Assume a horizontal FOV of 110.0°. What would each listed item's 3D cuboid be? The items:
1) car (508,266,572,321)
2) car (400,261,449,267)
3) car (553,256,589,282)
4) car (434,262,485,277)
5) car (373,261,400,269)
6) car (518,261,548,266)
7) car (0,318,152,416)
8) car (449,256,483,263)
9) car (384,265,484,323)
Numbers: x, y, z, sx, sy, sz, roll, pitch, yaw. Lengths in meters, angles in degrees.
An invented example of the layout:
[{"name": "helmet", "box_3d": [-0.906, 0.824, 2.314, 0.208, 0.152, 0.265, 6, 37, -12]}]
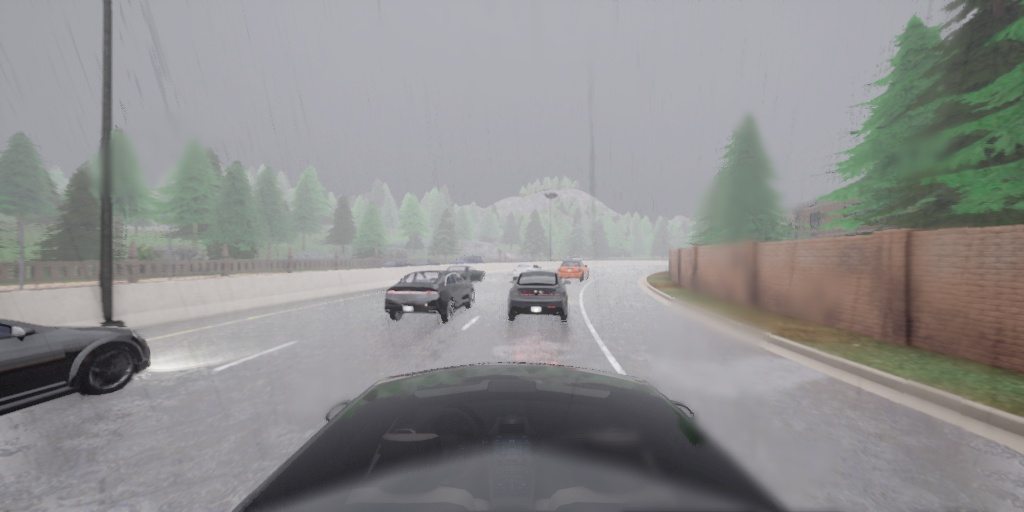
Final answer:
[{"name": "car", "box_3d": [0.974, 1.264, 12.553, 1.837, 1.490, 4.892, 0, 0, 7]}, {"name": "car", "box_3d": [-9.787, 1.267, 40.524, 2.033, 1.411, 5.357, 0, 0, 22]}, {"name": "car", "box_3d": [5.149, 1.140, 29.915, 2.097, 1.767, 4.553, 0, 0, 18]}, {"name": "car", "box_3d": [-3.495, 1.344, 25.733, 1.895, 1.301, 4.718, 0, 0, 15]}, {"name": "car", "box_3d": [-13.373, 1.249, 40.956, 2.033, 1.411, 5.357, 0, 0, 21]}, {"name": "car", "box_3d": [1.383, 1.295, 29.754, 1.812, 1.442, 4.674, 0, 0, 18]}, {"name": "car", "box_3d": [-6.728, 1.282, 3.910, 1.994, 1.385, 4.181, 0, 0, 1]}, {"name": "car", "box_3d": [-5.380, 0.962, 41.914, 2.150, 2.045, 5.566, 0, 0, 24]}, {"name": "car", "box_3d": [-2.573, 1.234, 12.238, 2.128, 1.511, 4.902, 0, 0, 7]}]
